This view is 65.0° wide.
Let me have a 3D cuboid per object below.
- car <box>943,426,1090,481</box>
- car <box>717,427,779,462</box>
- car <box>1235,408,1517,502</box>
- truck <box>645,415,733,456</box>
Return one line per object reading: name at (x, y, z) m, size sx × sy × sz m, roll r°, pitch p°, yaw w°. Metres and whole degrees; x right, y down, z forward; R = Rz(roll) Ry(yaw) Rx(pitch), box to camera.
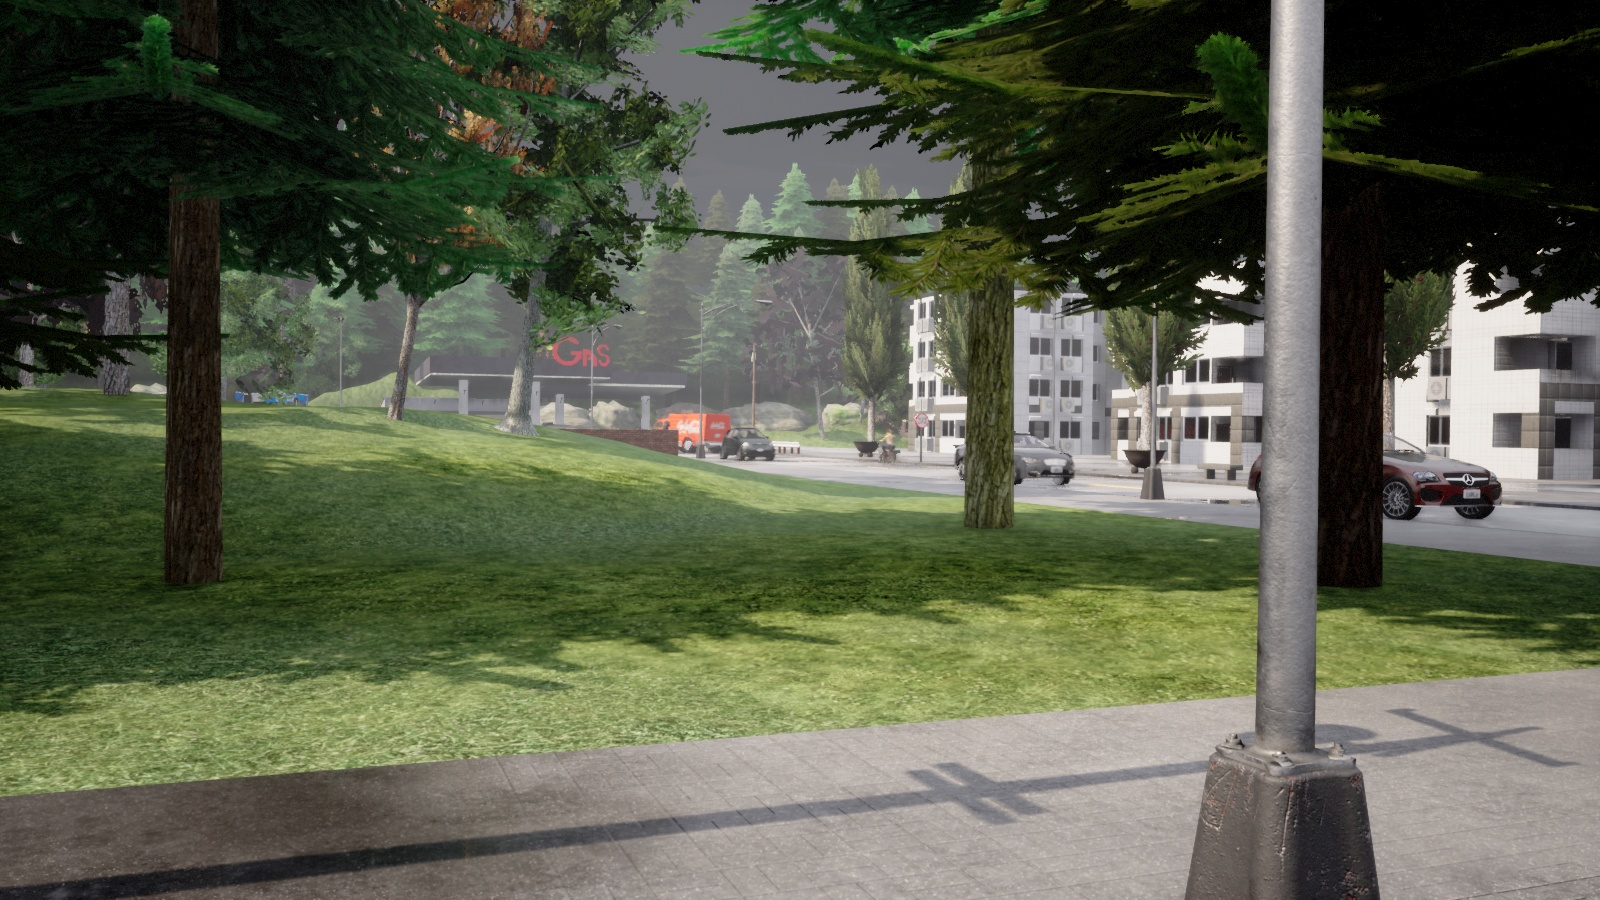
car at (6.396, 0.072, 37.706) m, size 2.128 × 1.511 × 4.902 m, roll -1°, pitch 1°, yaw -21°
car at (-2.557, -0.273, 61.282) m, size 1.851 × 1.617 × 3.988 m, roll -1°, pitch 1°, yaw -21°
car at (11.236, 0.049, 24.984) m, size 2.152 × 1.651 × 5.027 m, roll -1°, pitch 1°, yaw -21°
truck at (-6.980, -0.891, 78.621) m, size 5.204 × 2.467 × 2.627 m, roll 0°, pitch 1°, yaw 42°
